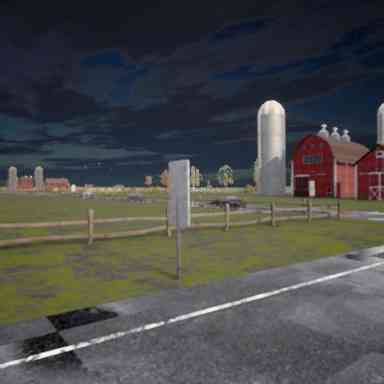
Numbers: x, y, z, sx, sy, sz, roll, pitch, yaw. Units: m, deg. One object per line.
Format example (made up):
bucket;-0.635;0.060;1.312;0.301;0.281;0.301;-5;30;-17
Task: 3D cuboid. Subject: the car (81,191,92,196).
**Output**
car;-28.270;0.401;89.562;1.895;1.301;4.718;-1;1;-36

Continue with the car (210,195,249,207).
car;4.340;1.105;39.503;2.033;1.411;5.357;-1;1;-36

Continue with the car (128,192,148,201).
car;-9.662;0.834;59.018;1.837;1.490;4.892;-1;1;-35
